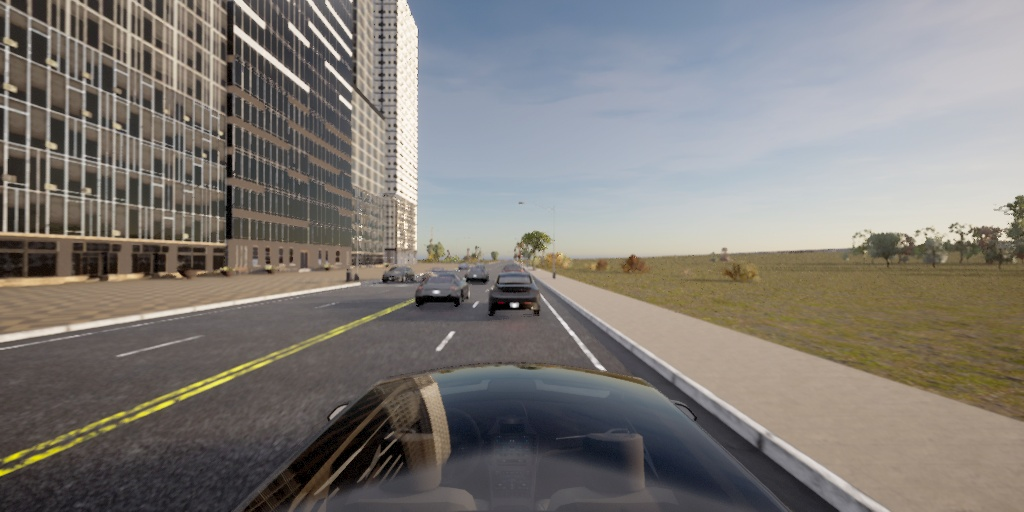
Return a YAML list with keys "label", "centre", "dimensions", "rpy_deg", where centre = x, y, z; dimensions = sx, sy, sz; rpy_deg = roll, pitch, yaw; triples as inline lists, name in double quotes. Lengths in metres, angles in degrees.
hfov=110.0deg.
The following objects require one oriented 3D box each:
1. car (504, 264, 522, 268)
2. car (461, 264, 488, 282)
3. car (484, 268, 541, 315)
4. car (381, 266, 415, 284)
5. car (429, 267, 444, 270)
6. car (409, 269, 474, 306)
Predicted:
- label: "car"
  centre: [0.086, 1.477, 31.906]
  dimensions: [2.097, 1.767, 4.553]
  rpy_deg: [0, -1, 0]
- label: "car"
  centre: [-3.163, 1.699, 32.755]
  dimensions: [1.994, 1.385, 4.181]
  rpy_deg: [0, -1, 0]
- label: "car"
  centre: [0.091, 1.411, 14.317]
  dimensions: [1.837, 1.490, 4.892]
  rpy_deg: [0, -1, 0]
- label: "car"
  centre: [-9.858, 1.625, 31.492]
  dimensions: [1.837, 1.490, 4.892]
  rpy_deg: [0, -1, 0]
- label: "car"
  centre: [-6.609, 1.686, 31.701]
  dimensions: [1.994, 1.385, 4.181]
  rpy_deg: [0, -1, 0]
- label: "car"
  centre: [-3.158, 1.503, 16.955]
  dimensions: [1.994, 1.385, 4.181]
  rpy_deg: [0, -1, 0]
